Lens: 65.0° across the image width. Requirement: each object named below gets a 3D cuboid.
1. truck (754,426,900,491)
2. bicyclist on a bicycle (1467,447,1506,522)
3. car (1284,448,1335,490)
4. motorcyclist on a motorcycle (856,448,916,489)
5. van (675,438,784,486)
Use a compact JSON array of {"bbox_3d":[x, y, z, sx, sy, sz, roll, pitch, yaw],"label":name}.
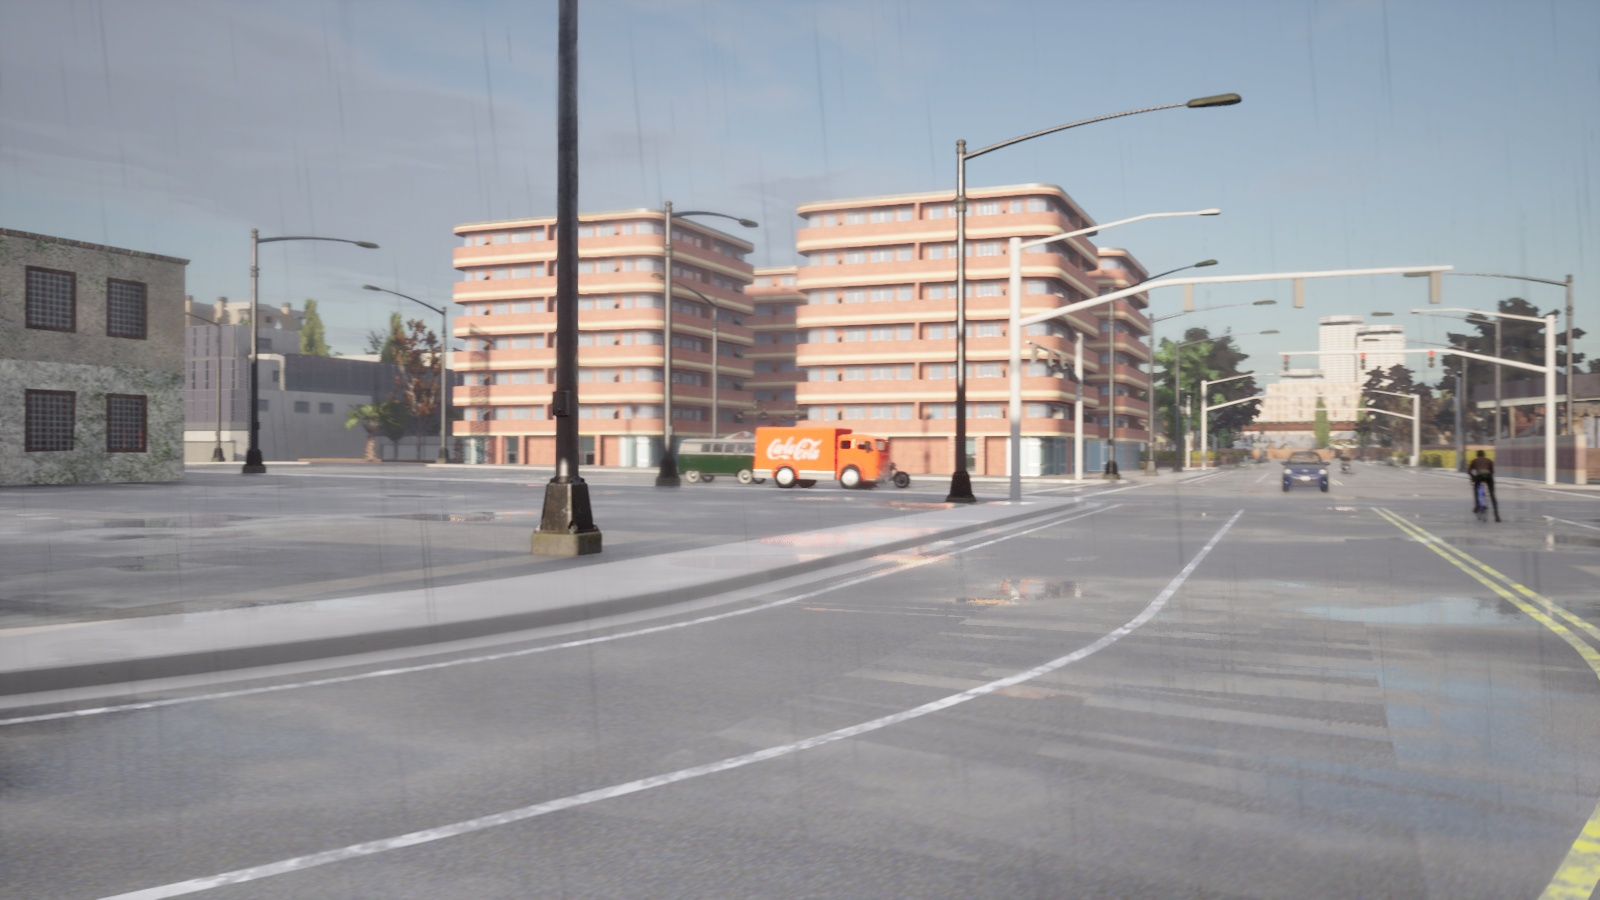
[{"bbox_3d":[1.086,0.315,49.864,5.204,2.467,2.627,1,0,22],"label":"truck"},{"bbox_3d":[15.386,0.760,28.174,0.582,1.620,1.656,0,-1,22],"label":"bicyclist on a bicycle"},{"bbox_3d":[20.501,0.744,50.594,1.851,1.617,3.988,0,0,22],"label":"car"},{"bbox_3d":[3.606,0.767,52.537,2.350,1.649,0.766,1,0,22],"label":"motorcyclist on a motorcycle"},{"bbox_3d":[-3.101,0.505,55.416,4.442,1.987,1.775,1,0,23],"label":"van"}]
